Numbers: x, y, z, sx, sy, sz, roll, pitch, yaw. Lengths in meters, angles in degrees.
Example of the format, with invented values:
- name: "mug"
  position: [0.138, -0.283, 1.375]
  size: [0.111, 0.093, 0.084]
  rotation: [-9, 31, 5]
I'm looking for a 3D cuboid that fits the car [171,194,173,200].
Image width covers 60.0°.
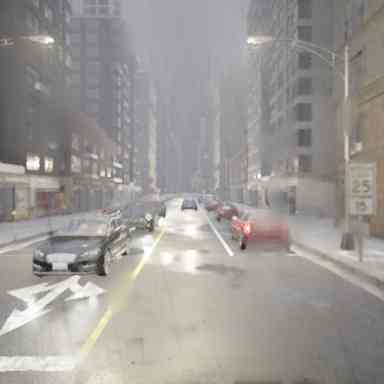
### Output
- name: "car"
  position: [-6.352, 1.608, 82.097]
  size: [1.887, 1.381, 4.507]
  rotation: [0, 0, 0]

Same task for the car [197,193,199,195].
- name: "car"
  position: [2.269, 1.352, 70.836]
  size: [2.192, 1.841, 5.009]
  rotation: [0, 0, 0]

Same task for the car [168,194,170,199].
- name: "car"
  position: [-6.255, 1.627, 70.784]
  size: [1.802, 1.307, 4.206]
  rotation: [0, 0, 0]

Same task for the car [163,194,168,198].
- name: "car"
  position: [-6.206, 1.561, 64.957]
  size: [1.752, 1.417, 4.829]
  rotation: [0, 0, 0]

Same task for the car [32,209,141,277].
- name: "car"
  position: [-3.130, 1.490, 10.329]
  size: [2.128, 1.511, 4.902]
  rotation: [0, 0, 0]

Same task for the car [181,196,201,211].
- name: "car"
  position: [-0.318, 1.548, 39.588]
  size: [1.994, 1.385, 4.181]
  rotation: [0, 0, 0]

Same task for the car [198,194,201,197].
- name: "car"
  position: [2.319, 1.609, 65.181]
  size: [1.802, 1.307, 4.206]
  rotation: [0, 0, 0]

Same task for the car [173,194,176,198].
- name: "car"
  position: [-6.450, 1.394, 93.410]
  size: [2.192, 1.841, 5.009]
  rotation: [0, 0, 0]

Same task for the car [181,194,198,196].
- name: "car"
  position: [-0.405, 1.482, 50.710]
  size: [1.882, 1.535, 5.008]
  rotation: [0, 0, 0]

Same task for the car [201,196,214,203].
- name: "car"
  position: [2.512, 1.530, 42.562]
  size: [1.887, 1.381, 4.507]
  rotation: [0, 0, 0]

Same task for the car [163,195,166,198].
- name: "car"
  position: [-6.158, 1.608, 59.471]
  size: [1.802, 1.307, 4.206]
  rotation: [0, 0, 0]

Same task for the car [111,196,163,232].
- name: "car"
  position: [-3.151, 1.343, 19.964]
  size: [2.097, 1.767, 4.553]
  rotation: [0, 0, 0]

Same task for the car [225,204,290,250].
- name: "car"
  position: [2.756, 1.430, 14.293]
  size: [1.967, 1.590, 4.097]
  rotation: [0, 0, 0]

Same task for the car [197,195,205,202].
- name: "car"
  position: [2.172, 1.580, 82.316]
  size: [1.752, 1.417, 4.829]
  rotation: [0, 0, 0]

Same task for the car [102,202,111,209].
- name: "car"
  position: [-5.866, 1.429, 25.537]
  size: [1.967, 1.590, 4.097]
  rotation: [0, 0, 0]

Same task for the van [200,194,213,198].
- name: "van"
  position: [2.463, 1.338, 48.217]
  size: [1.690, 1.788, 3.998]
  rotation: [0, 0, 0]

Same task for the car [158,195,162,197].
- name: "car"
  position: [-6.062, 1.320, 48.159]
  size: [2.192, 1.841, 5.009]
  rotation: [0, 0, 0]

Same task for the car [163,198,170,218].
- name: "car"
  position: [-3.234, 1.548, 29.713]
  size: [1.994, 1.385, 4.181]
  rotation: [0, 0, 0]

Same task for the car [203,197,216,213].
- name: "car"
  position: [2.561, 1.560, 36.908]
  size: [1.802, 1.307, 4.206]
  rotation: [0, 0, 0]

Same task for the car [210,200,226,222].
- name: "car"
  position: [2.659, 1.563, 25.602]
  size: [1.802, 1.307, 4.206]
  rotation: [0, 0, 0]

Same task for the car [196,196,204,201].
- name: "car"
  position: [2.125, 1.629, 87.800]
  size: [1.947, 1.339, 4.313]
  rotation: [0, 0, 0]
